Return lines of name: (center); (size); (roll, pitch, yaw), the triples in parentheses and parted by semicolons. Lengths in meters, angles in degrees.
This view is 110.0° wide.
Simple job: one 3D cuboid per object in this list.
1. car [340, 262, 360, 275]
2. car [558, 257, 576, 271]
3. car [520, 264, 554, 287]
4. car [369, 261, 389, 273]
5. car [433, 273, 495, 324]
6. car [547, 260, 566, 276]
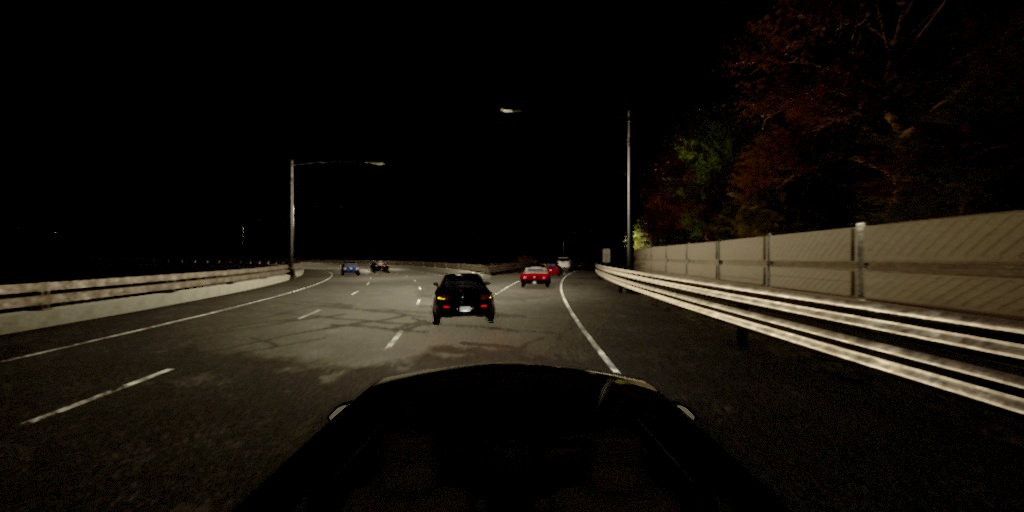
car: (-18.262, 1.377, 40.421); (2.033, 1.411, 5.357); (0, 0, -27)
car: (7.997, 1.219, 54.179); (2.150, 2.045, 5.566); (0, -1, 14)
car: (1.744, 1.421, 25.187); (1.895, 1.301, 4.718); (0, 0, 8)
car: (-16.383, 1.335, 44.237); (2.128, 1.511, 4.902); (0, 0, -27)
car: (-1.680, 1.303, 12.118); (1.812, 1.442, 4.674); (0, 0, -10)
car: (4.450, 1.430, 39.387); (1.994, 1.385, 4.181); (0, 0, 13)
